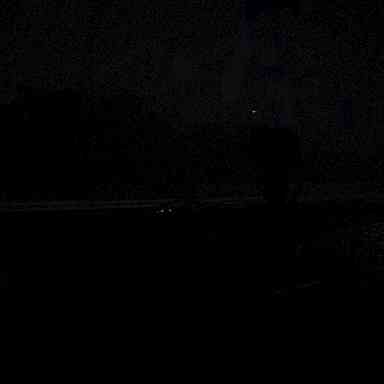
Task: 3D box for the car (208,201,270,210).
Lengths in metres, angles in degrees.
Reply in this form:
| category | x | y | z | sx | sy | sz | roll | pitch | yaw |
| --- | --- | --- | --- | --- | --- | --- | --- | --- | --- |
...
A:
| category | x | y | z | sx | sy | sz | roll | pitch | yaw |
| --- | --- | --- | --- | --- | --- | --- | --- | --- | --- |
| car | 3.804 | 1.455 | 23.818 | 4.892 | 1.490 | 1.837 | 0 | 0 | -35 |

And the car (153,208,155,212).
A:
| category | x | y | z | sx | sy | sz | roll | pitch | yaw |
| --- | --- | --- | --- | --- | --- | --- | --- | --- | --- |
| car | -1.065 | 1.488 | 32.860 | 5.357 | 1.411 | 2.033 | 0 | 0 | -33 |

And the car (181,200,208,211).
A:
| category | x | y | z | sx | sy | sz | roll | pitch | yaw |
| --- | --- | --- | --- | --- | --- | --- | --- | --- | --- |
| car | 1.585 | 1.513 | 26.536 | 4.181 | 1.385 | 1.994 | 0 | 0 | -35 |

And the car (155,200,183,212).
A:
| category | x | y | z | sx | sy | sz | roll | pitch | yaw |
| --- | --- | --- | --- | --- | --- | --- | --- | --- | --- |
| car | -0.479 | 1.456 | 29.364 | 4.892 | 1.490 | 1.837 | 0 | 0 | -35 |
